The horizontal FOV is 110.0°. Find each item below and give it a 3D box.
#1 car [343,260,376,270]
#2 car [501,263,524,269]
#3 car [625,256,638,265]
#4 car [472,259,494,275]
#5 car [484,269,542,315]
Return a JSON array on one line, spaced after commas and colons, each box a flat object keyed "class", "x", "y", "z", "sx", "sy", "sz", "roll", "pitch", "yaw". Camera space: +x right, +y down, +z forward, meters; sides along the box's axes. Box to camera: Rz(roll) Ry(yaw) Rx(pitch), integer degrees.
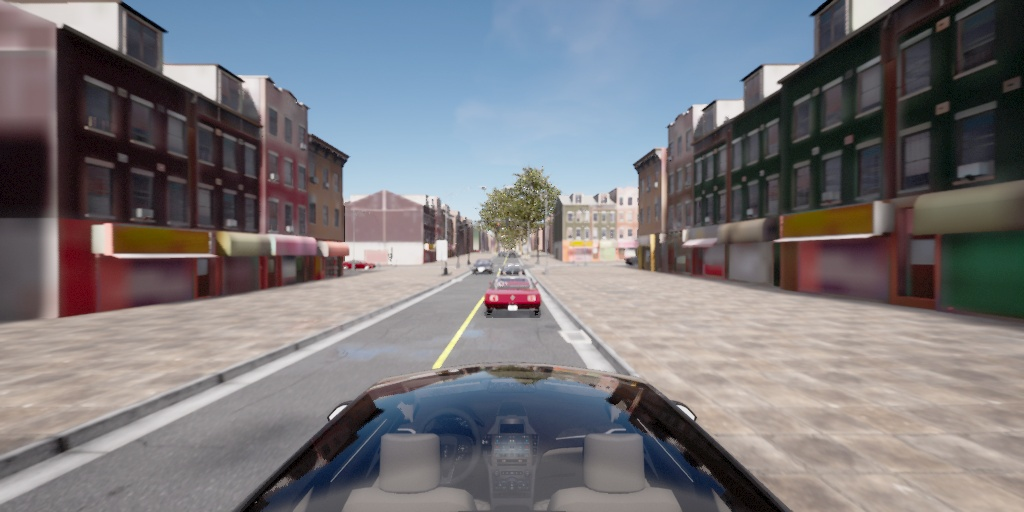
[{"class": "car", "x": -20.348, "y": 1.173, "z": 47.564, "sx": 4.507, "sy": 1.381, "sz": 1.888, "roll": 0, "pitch": 0, "yaw": 0}, {"class": "car", "x": 0.053, "y": 1.236, "z": 28.625, "sx": 1.895, "sy": 1.301, "sz": 4.718, "roll": 0, "pitch": 1, "yaw": 1}, {"class": "car", "x": 17.234, "y": 0.630, "z": 47.683, "sx": 4.313, "sy": 1.339, "sz": 1.948, "roll": 0, "pitch": 0, "yaw": 0}, {"class": "car", "x": -2.781, "y": 1.026, "z": 35.026, "sx": 2.128, "sy": 1.511, "sz": 4.902, "roll": 0, "pitch": 1, "yaw": 0}, {"class": "car", "x": 0.047, "y": 1.367, "z": 13.692, "sx": 1.895, "sy": 1.301, "sz": 4.718, "roll": 0, "pitch": 0, "yaw": 1}]
